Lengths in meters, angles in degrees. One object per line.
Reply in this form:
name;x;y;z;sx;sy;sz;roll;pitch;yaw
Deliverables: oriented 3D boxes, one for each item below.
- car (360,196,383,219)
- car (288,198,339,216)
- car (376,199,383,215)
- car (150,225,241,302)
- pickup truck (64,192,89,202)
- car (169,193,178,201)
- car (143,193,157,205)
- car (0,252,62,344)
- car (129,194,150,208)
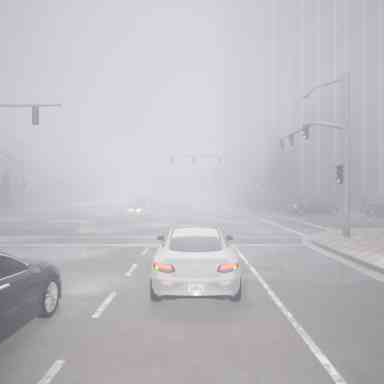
car;17.709;1.221;29.005;5.566;2.045;2.150;0;0;0
car;11.770;1.352;32.461;4.553;1.767;2.097;0;0;0
car;20.995;1.477;32.527;5.008;1.535;1.882;0;0;0
car;0.077;1.526;8.166;1.812;1.442;4.674;0;0;0
pickup truck;-24.662;1.058;70.217;2.390;2.098;6.274;0;0;30
car;-4.752;1.225;85.440;2.150;2.045;5.566;0;0;-1
car;-7.946;1.221;57.819;2.150;2.045;5.566;0;0;-1
car;-3.436;1.505;4.516;1.837;1.490;4.892;0;0;0
car;-7.823;1.491;47.927;2.128;1.511;4.902;0;0;-1
